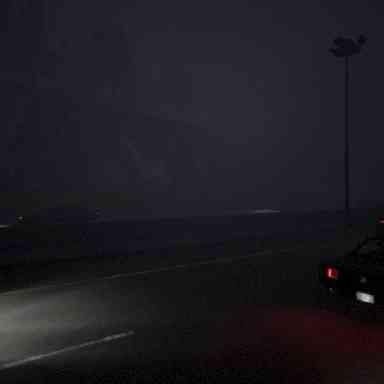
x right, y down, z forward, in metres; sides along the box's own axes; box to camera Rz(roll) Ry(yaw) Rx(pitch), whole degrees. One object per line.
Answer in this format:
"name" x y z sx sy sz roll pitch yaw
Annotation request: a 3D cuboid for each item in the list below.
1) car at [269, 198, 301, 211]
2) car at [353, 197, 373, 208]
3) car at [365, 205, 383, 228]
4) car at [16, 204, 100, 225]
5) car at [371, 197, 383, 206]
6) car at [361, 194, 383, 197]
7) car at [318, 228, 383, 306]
"car" 11.967 1.553 42.616 4.892 1.490 1.837 0 0 -35
"car" 22.465 1.623 41.495 4.181 1.385 1.994 0 0 -35
"car" 10.480 1.515 15.526 4.902 1.511 2.128 0 0 -36
"car" -9.219 1.560 23.215 5.357 1.411 2.033 0 0 -36
"car" 22.829 1.603 37.468 5.357 1.411 2.033 0 0 -35
"car" 25.583 1.289 47.998 5.566 2.045 2.150 0 0 -35
"car" 4.927 1.612 7.265 4.718 1.301 1.895 0 0 -36
